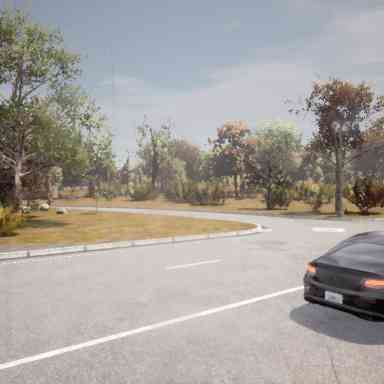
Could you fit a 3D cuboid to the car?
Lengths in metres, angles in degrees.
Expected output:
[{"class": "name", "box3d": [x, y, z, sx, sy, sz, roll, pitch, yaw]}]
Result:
[{"class": "car", "box3d": [4.137, 1.526, 6.697, 4.674, 1.442, 1.812, 0, 0, -36]}]
